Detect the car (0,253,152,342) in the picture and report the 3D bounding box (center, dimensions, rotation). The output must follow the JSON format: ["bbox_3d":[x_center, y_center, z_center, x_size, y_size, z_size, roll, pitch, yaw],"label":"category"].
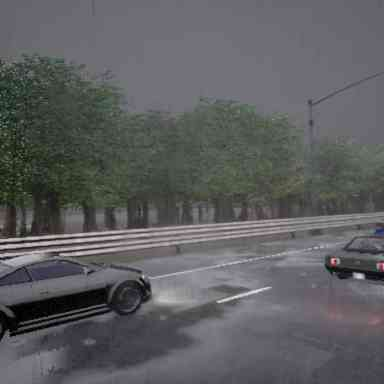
[{"bbox_3d":[-2.945,2.003,7.056,4.181,1.385,1.994,1,-4,-41],"label":"car"}]

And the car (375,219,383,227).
[{"bbox_3d":[13.294,2.169,20.835,5.008,1.535,1.882,1,-4,-40],"label":"car"}]

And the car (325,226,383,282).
[{"bbox_3d":[6.091,1.954,10.221,4.718,1.301,1.895,1,-4,-40],"label":"car"}]
